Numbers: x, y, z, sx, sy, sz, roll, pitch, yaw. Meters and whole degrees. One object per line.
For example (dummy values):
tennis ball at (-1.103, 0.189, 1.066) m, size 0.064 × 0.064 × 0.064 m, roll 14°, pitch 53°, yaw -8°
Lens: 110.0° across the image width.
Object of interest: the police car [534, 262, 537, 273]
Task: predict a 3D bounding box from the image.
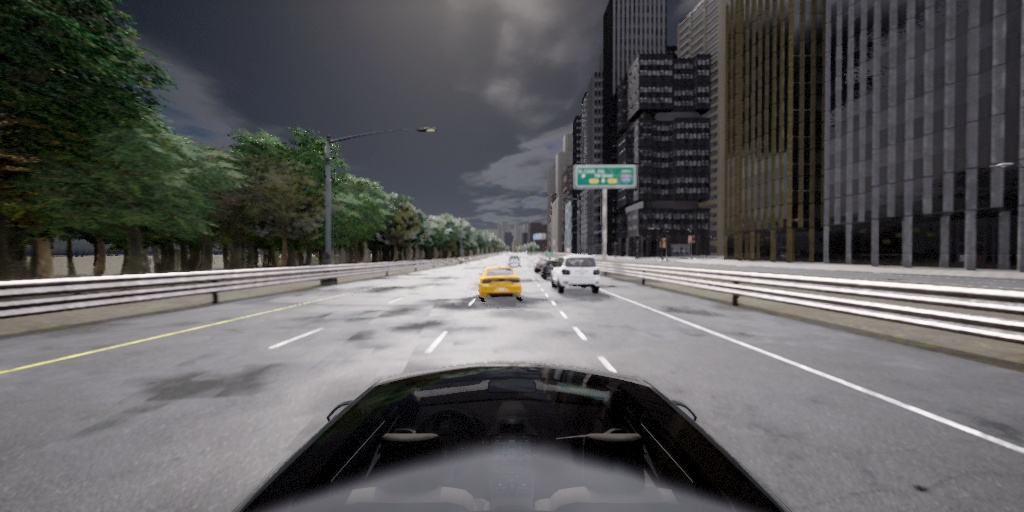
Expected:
police car at (3.672, 1.226, 42.659) m, size 2.038 × 1.542 × 4.974 m, roll 0°, pitch 0°, yaw 0°

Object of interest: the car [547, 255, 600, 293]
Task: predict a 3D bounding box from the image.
car at (3.536, 0.976, 20.746) m, size 2.150 × 2.045 × 5.566 m, roll 0°, pitch 0°, yaw 0°

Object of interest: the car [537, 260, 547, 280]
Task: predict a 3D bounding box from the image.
car at (3.591, 1.175, 31.688) m, size 2.033 × 1.649 × 4.856 m, roll 0°, pitch 0°, yaw 0°

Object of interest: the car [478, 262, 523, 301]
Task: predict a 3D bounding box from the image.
car at (-0.607, 1.233, 17.425) m, size 1.882 × 1.535 × 5.008 m, roll -1°, pitch 0°, yaw -4°
